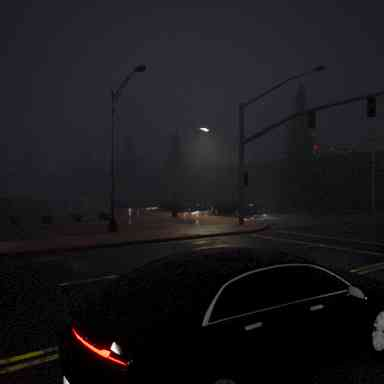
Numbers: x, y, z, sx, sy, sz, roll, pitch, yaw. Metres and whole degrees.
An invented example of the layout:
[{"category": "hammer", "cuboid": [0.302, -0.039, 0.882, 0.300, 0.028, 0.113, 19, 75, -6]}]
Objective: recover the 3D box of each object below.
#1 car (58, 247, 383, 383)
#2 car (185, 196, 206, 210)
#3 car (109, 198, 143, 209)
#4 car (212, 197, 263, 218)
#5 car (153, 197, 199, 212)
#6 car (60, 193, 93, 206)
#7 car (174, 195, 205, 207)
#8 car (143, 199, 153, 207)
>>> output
[{"category": "car", "cuboid": [0.858, 1.505, 4.408, 4.892, 1.490, 1.837, 0, 0, -35]}, {"category": "car", "cuboid": [-0.311, 1.504, 41.936, 1.837, 1.490, 4.892, 0, 0, -41]}, {"category": "car", "cuboid": [-9.429, 1.525, 45.785, 4.674, 1.442, 1.812, 0, 0, 36]}, {"category": "car", "cuboid": [3.840, 1.504, 30.883, 1.837, 1.490, 4.892, 0, 0, -36]}, {"category": "car", "cuboid": [-1.964, 1.547, 38.708, 2.033, 1.411, 5.357, 0, 0, -39]}, {"category": "car", "cuboid": [-19.164, 1.226, 55.097, 5.566, 2.045, 2.150, 0, 0, 20]}, {"category": "car", "cuboid": [-0.412, 1.351, 52.178, 4.553, 1.767, 2.097, 0, 0, 42]}, {"category": "car", "cuboid": [-7.659, 1.564, 48.762, 4.181, 1.385, 1.994, 0, 0, 35]}]
